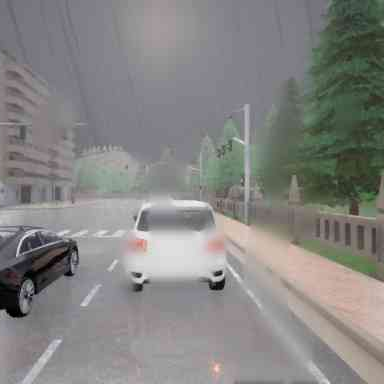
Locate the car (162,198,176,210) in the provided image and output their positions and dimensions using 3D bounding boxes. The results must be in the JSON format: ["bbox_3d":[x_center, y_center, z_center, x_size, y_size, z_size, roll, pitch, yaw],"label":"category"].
[{"bbox_3d":[-3.096,1.526,44.370,1.812,1.442,4.674,0,0,-4],"label":"car"}]

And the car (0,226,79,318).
[{"bbox_3d":[-3.958,1.492,7.355,2.128,1.511,4.902,0,0,-3],"label":"car"}]

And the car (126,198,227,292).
[{"bbox_3d":[-0.464,1.221,9.130,2.150,2.045,5.566,0,0,-4],"label":"car"}]
